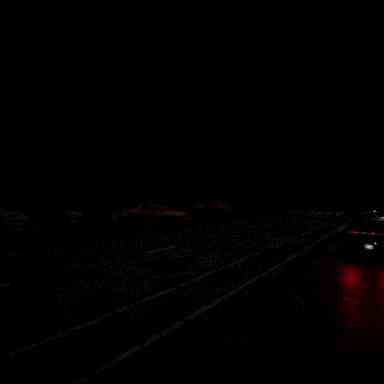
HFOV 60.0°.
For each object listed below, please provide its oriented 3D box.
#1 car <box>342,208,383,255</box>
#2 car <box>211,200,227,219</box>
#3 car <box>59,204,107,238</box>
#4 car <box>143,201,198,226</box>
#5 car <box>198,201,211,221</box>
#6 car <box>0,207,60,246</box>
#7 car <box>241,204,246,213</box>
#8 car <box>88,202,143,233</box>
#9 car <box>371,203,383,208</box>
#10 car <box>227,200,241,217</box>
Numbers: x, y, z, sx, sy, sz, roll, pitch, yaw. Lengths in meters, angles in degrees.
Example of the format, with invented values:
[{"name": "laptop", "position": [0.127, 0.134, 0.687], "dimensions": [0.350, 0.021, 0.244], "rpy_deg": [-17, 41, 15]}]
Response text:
[{"name": "car", "position": [7.196, 1.614, 13.144], "dimensions": [2.128, 1.511, 4.902], "rpy_deg": [1, 0, 32]}, {"name": "car", "position": [0.183, 1.565, 29.244], "dimensions": [4.892, 1.521, 2.231], "rpy_deg": [1, 0, 32]}, {"name": "car", "position": [-7.045, 1.527, 17.517], "dimensions": [4.674, 1.452, 2.002], "rpy_deg": [1, 0, 32]}, {"name": "car", "position": [-2.549, 1.543, 24.454], "dimensions": [5.366, 1.575, 1.946], "rpy_deg": [1, 0, 32]}, {"name": "car", "position": [-1.282, 1.587, 26.916], "dimensions": [4.792, 1.488, 2.163], "rpy_deg": [1, 0, 32]}, {"name": "car", "position": [-8.496, 1.501, 15.176], "dimensions": [4.674, 1.452, 2.002], "rpy_deg": [1, 0, 32]}, {"name": "car", "position": [3.087, 1.575, 33.925], "dimensions": [4.892, 1.521, 2.231], "rpy_deg": [1, 0, 32]}, {"name": "car", "position": [-5.569, 1.387, 19.852], "dimensions": [4.553, 1.767, 2.185], "rpy_deg": [1, 0, 32]}, {"name": "car", "position": [15.068, 1.629, 25.941], "dimensions": [2.128, 1.511, 4.902], "rpy_deg": [1, 1, 32]}, {"name": "car", "position": [1.639, 1.570, 31.581], "dimensions": [5.008, 1.535, 2.097], "rpy_deg": [1, 0, 32]}]
